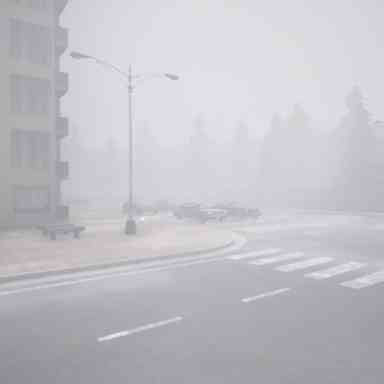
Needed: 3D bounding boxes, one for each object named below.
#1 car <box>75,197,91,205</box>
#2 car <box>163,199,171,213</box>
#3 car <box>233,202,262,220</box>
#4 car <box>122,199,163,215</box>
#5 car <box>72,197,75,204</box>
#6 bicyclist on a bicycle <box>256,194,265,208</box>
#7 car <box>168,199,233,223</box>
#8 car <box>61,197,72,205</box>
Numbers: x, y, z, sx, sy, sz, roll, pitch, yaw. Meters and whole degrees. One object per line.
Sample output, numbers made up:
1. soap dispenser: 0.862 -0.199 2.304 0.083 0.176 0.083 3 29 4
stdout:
1. car: -18.630 1.447 52.884 4.718 1.301 1.895 0 0 13
2. car: -2.561 1.395 34.151 1.994 1.385 4.181 0 0 -40
3. car: 3.299 1.430 26.416 1.895 1.301 4.718 0 0 -36
4. car: -5.057 1.379 31.773 1.812 1.442 4.674 0 0 -39
5. car: -20.533 1.469 49.706 4.718 1.301 1.895 0 0 11
6. bicyclist on a bicycle: 7.997 1.059 38.770 1.656 1.620 0.582 -1 0 -36
7. car: 0.503 1.453 24.321 1.895 1.301 4.718 0 0 -36
8. car: -19.258 1.441 45.805 4.181 1.385 1.994 0 0 15
